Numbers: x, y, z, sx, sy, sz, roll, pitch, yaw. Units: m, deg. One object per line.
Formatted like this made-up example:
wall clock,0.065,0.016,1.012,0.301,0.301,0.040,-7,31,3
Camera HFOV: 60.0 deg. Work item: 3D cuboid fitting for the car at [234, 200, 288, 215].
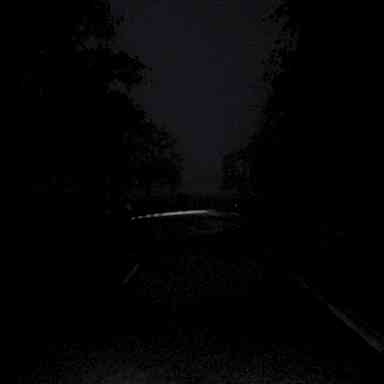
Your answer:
car,6.402,1.380,31.060,4.718,1.301,1.895,1,3,-16
